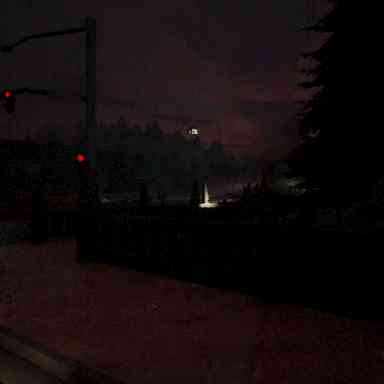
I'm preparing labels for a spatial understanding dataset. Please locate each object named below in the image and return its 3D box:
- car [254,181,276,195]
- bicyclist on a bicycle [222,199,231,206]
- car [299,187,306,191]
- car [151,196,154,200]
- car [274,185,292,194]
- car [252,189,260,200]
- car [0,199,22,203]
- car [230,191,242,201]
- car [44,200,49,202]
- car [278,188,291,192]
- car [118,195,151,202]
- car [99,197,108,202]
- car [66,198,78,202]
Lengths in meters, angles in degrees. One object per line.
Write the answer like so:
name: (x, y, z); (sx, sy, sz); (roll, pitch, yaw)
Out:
car: (14.332, -0.791, 65.072); (2.150, 2.045, 5.566); (0, 7, 35)
bicyclist on a bicycle: (2.336, 1.305, 22.791); (1.656, 1.620, 0.582); (0, 0, 36)
car: (21.931, -0.901, 63.670); (2.128, 1.511, 4.902); (0, 7, 35)
car: (-8.611, 1.203, 57.275); (1.837, 1.490, 4.892); (0, 3, 36)
car: (17.445, -0.500, 63.408); (1.994, 1.385, 4.181); (0, 7, 35)
car: (11.201, 0.564, 54.639); (1.837, 1.490, 4.892); (0, 5, 35)
car: (-20.388, 1.508, 34.845); (2.128, 1.511, 4.902); (0, 0, 36)
car: (8.104, 0.623, 56.323); (1.812, 1.442, 4.674); (0, 5, 35)
car: (-19.558, 1.619, 41.999); (1.895, 1.301, 4.718); (0, 0, 36)
car: (15.096, 0.390, 54.076); (2.128, 1.511, 4.902); (0, 5, 35)
car: (-9.094, 1.407, 50.599); (2.128, 1.511, 4.902); (0, 2, 36)
car: (-14.428, 1.524, 49.150); (1.812, 1.442, 4.674); (0, 1, 35)
car: (-14.983, 1.542, 42.367); (1.812, 1.442, 4.674); (0, 0, 36)
